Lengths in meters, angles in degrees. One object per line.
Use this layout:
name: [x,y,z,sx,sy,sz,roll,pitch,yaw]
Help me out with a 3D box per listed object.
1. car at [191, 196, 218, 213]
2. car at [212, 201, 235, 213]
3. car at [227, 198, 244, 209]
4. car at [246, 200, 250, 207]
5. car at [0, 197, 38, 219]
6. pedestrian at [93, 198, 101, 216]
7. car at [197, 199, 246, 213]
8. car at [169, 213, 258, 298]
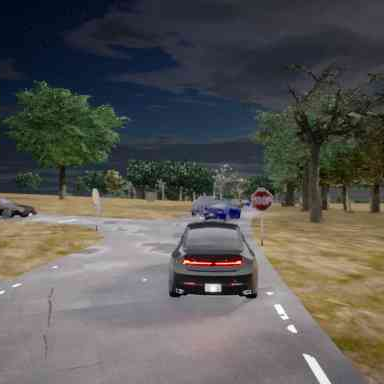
car: [1.518,1.456,35.052,2.150,2.045,5.566,0,-1,15]
car: [4.277,1.943,44.930,2.033,1.411,5.357,0,-1,17]
car: [7.215,1.910,54.802,2.097,1.767,4.553,0,-1,16]
car: [10.920,2.291,68.484,1.882,1.535,5.008,0,-1,14]
car: [-13.440,1.006,22.658,5.357,1.411,2.033,2,-1,7]
pedestrian: [-8.095,1.099,28.436,0.375,1.860,0.375,0,-4,7]
car: [2.629,1.613,27.961,1.882,1.535,5.008,1,0,28]
car: [0.529,1.511,8.513,1.837,1.490,4.892,0,0,3]
